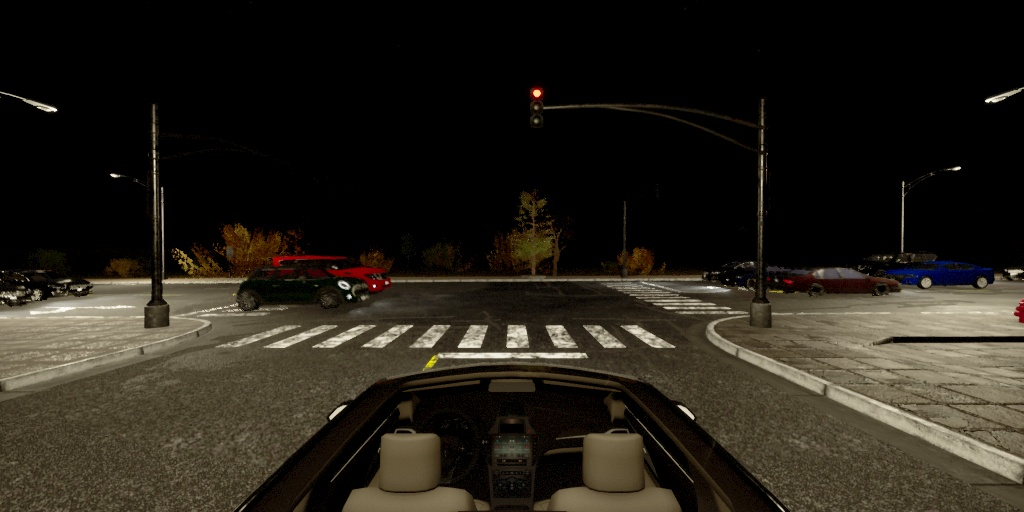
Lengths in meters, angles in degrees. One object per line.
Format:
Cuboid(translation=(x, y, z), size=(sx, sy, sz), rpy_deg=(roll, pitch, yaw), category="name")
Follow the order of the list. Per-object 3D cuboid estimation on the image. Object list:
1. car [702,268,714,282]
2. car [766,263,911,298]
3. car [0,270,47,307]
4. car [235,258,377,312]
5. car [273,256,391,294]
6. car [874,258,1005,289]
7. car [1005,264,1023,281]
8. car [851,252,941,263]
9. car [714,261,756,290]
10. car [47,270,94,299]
Cuboid(translation=(15.379, 1.068, 24.017), size=(4.902, 1.511, 2.128), rpy_deg=(0, 1, 0), category="car")
Cuboid(translation=(15.316, 1.209, 17.319), size=(5.357, 1.411, 2.033), rpy_deg=(0, 1, 0), category="car")
Cuboid(translation=(-22.385, 1.451, 14.372), size=(4.892, 1.490, 1.837), rpy_deg=(-1, 1, 0), category="car")
Cuboid(translation=(-8.171, 1.138, 14.256), size=(4.553, 1.767, 2.097), rpy_deg=(-2, 1, 0), category="car")
Cuboid(translation=(-8.896, 1.002, 17.523), size=(5.566, 2.045, 2.150), rpy_deg=(-1, 0, 0), category="car")
Cuboid(translation=(24.483, 1.040, 20.693), size=(5.008, 1.535, 1.882), rpy_deg=(0, 1, 0), category="car")
Cuboid(translation=(35.886, 0.946, 23.838), size=(4.902, 1.511, 2.128), rpy_deg=(0, 1, 1), category="car")
Cuboid(translation=(25.405, 0.738, 23.932), size=(5.566, 2.045, 2.150), rpy_deg=(0, 1, 1), category="car")
Cuboid(translation=(14.497, 1.187, 20.775), size=(4.181, 1.385, 1.994), rpy_deg=(0, 1, 0), category="car")
Cuboid(translation=(-23.671, 1.418, 17.631), size=(4.892, 1.490, 1.837), rpy_deg=(0, 1, 0), category="car")
